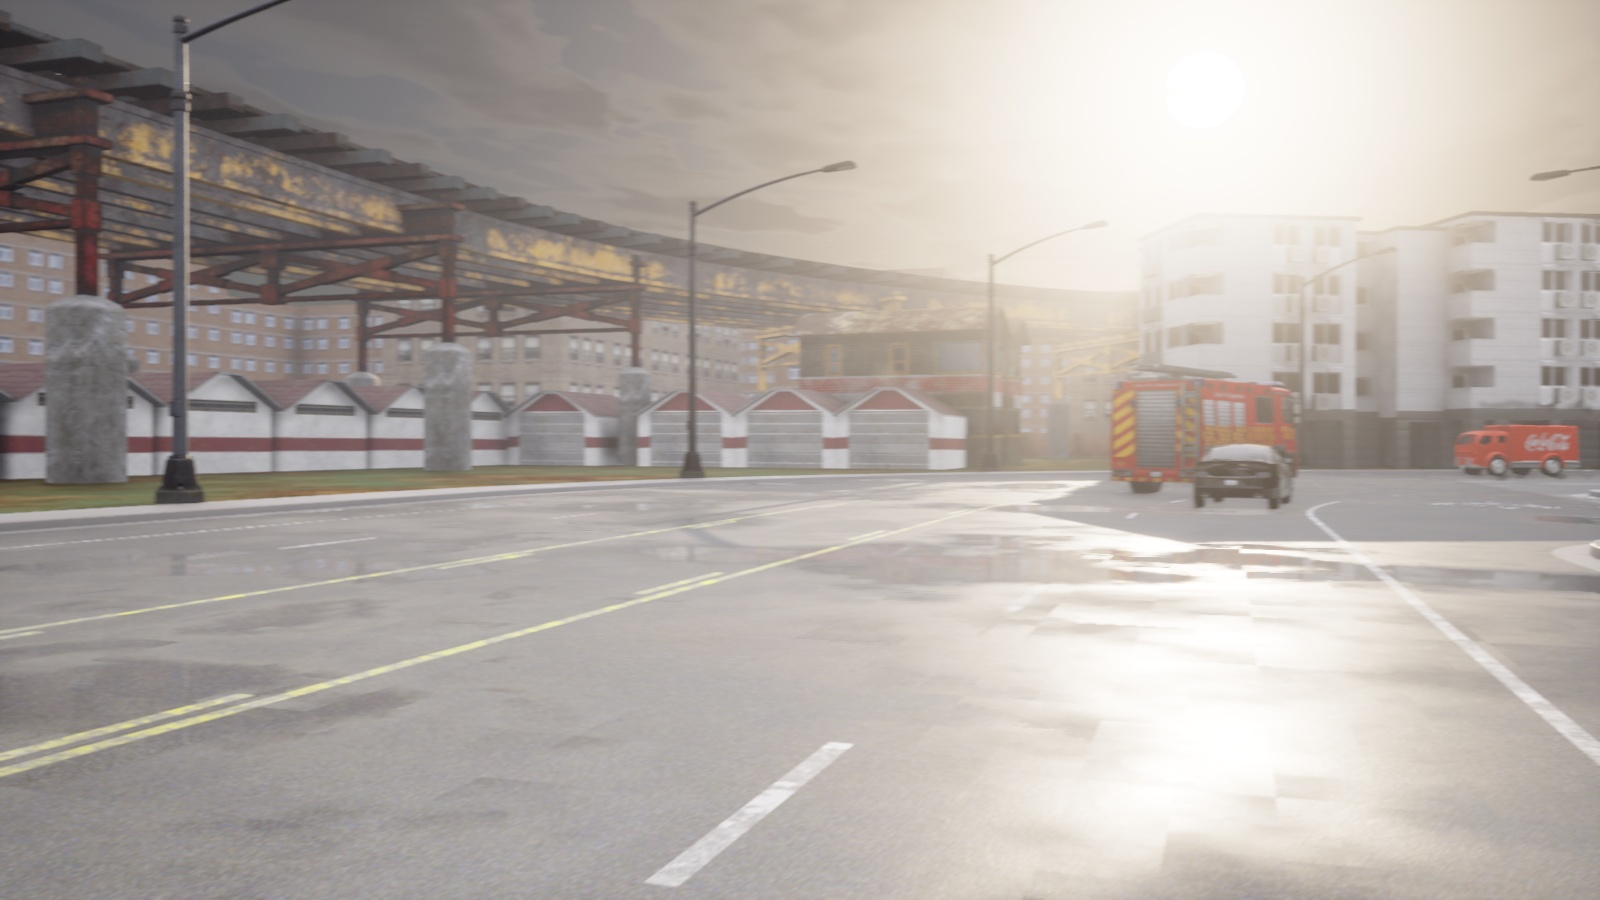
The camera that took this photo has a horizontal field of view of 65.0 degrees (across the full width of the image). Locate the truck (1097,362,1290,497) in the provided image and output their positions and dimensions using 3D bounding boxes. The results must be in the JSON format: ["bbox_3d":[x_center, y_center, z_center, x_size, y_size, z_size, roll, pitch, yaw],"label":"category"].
[{"bbox_3d":[12.650,-0.590,39.785,2.891,3.827,8.468,0,0,39],"label":"truck"}]

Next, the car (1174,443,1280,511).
[{"bbox_3d":[10.577,0.595,30.862,1.882,1.535,5.008,0,0,26],"label":"car"}]

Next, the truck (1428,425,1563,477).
[{"bbox_3d":[33.888,0.067,61.311,5.204,2.467,2.627,0,0,-7],"label":"truck"}]
